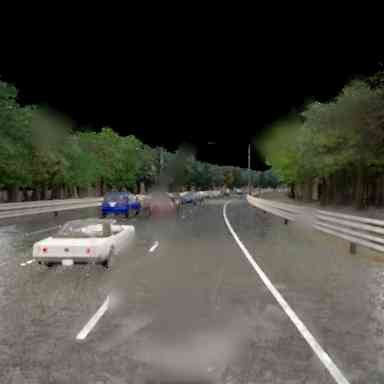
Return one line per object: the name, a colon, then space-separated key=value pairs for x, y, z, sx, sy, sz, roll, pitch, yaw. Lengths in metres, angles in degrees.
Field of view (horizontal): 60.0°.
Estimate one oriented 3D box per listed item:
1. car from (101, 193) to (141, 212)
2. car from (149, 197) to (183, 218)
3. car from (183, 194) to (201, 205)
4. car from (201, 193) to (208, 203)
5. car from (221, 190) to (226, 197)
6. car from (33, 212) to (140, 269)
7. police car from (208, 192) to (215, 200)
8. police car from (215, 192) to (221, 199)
car: x=-5.846 y=1.062 z=27.881 sx=2.150 sy=2.045 sz=5.566 roll=0 pitch=0 yaw=4
car: x=-2.272 y=1.192 z=28.574 sx=2.097 sy=1.767 sz=4.553 roll=0 pitch=0 yaw=4
car: x=-0.299 y=1.053 z=49.765 sx=2.097 sy=1.767 sz=4.553 roll=0 pitch=0 yaw=7
car: x=1.214 y=1.116 z=60.548 sx=2.128 sy=1.511 sz=4.902 roll=0 pitch=1 yaw=9
car: x=7.458 y=0.802 z=92.509 sx=2.033 sy=1.411 sz=5.357 roll=0 pitch=1 yaw=13
car: x=-3.197 y=1.549 z=10.964 sx=1.895 sy=1.301 sz=4.718 roll=0 pitch=0 yaw=2
police car: x=3.029 y=0.937 z=71.362 sx=1.930 sy=1.638 sz=5.238 roll=0 pitch=1 yaw=10
police car: x=5.092 y=0.889 z=81.912 sx=2.038 sy=1.542 sz=4.974 roll=0 pitch=1 yaw=12
